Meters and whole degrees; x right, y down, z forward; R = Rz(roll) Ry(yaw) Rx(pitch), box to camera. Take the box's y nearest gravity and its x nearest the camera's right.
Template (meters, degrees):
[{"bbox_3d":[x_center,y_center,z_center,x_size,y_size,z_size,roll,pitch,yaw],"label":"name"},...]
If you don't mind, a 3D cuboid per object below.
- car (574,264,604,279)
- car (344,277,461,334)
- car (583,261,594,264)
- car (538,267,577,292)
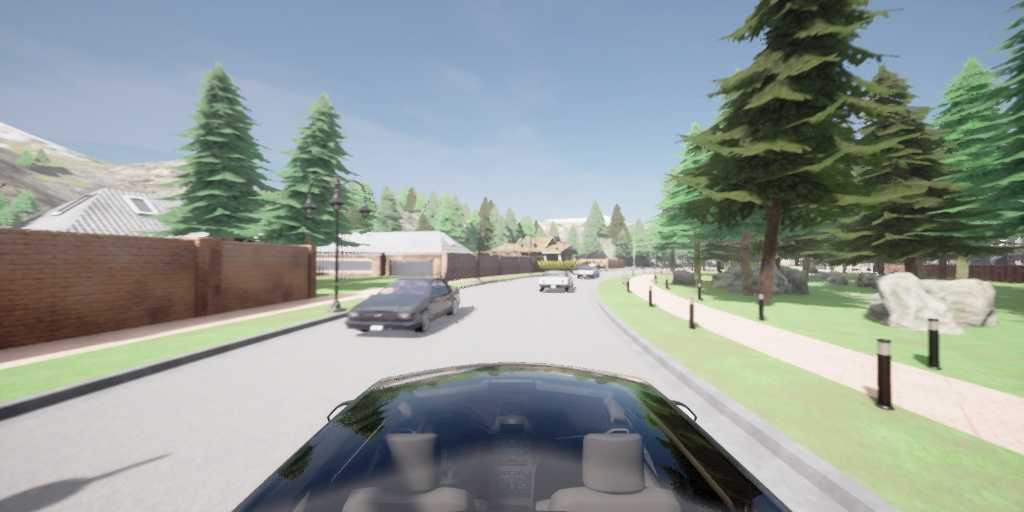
[{"bbox_3d":[8.681,1.857,40.468,1.895,1.301,4.718,0,-1,24],"label":"car"},{"bbox_3d":[-3.018,1.391,11.356,2.033,1.411,5.357,0,-1,6],"label":"car"},{"bbox_3d":[9.769,1.884,50.681,1.837,1.490,4.892,0,0,30],"label":"car"},{"bbox_3d":[3.068,1.632,24.234,1.895,1.301,4.718,0,-1,14],"label":"car"}]
